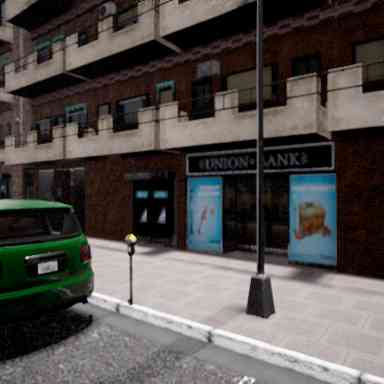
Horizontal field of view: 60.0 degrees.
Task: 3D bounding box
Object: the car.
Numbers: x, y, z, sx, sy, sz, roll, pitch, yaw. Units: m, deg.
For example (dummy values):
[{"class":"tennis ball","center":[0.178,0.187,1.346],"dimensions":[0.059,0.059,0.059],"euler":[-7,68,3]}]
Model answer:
[{"class":"car","center":[-4.240,1.143,6.356],"dimensions":[5.566,2.045,2.150],"euler":[1,0,36]}]
